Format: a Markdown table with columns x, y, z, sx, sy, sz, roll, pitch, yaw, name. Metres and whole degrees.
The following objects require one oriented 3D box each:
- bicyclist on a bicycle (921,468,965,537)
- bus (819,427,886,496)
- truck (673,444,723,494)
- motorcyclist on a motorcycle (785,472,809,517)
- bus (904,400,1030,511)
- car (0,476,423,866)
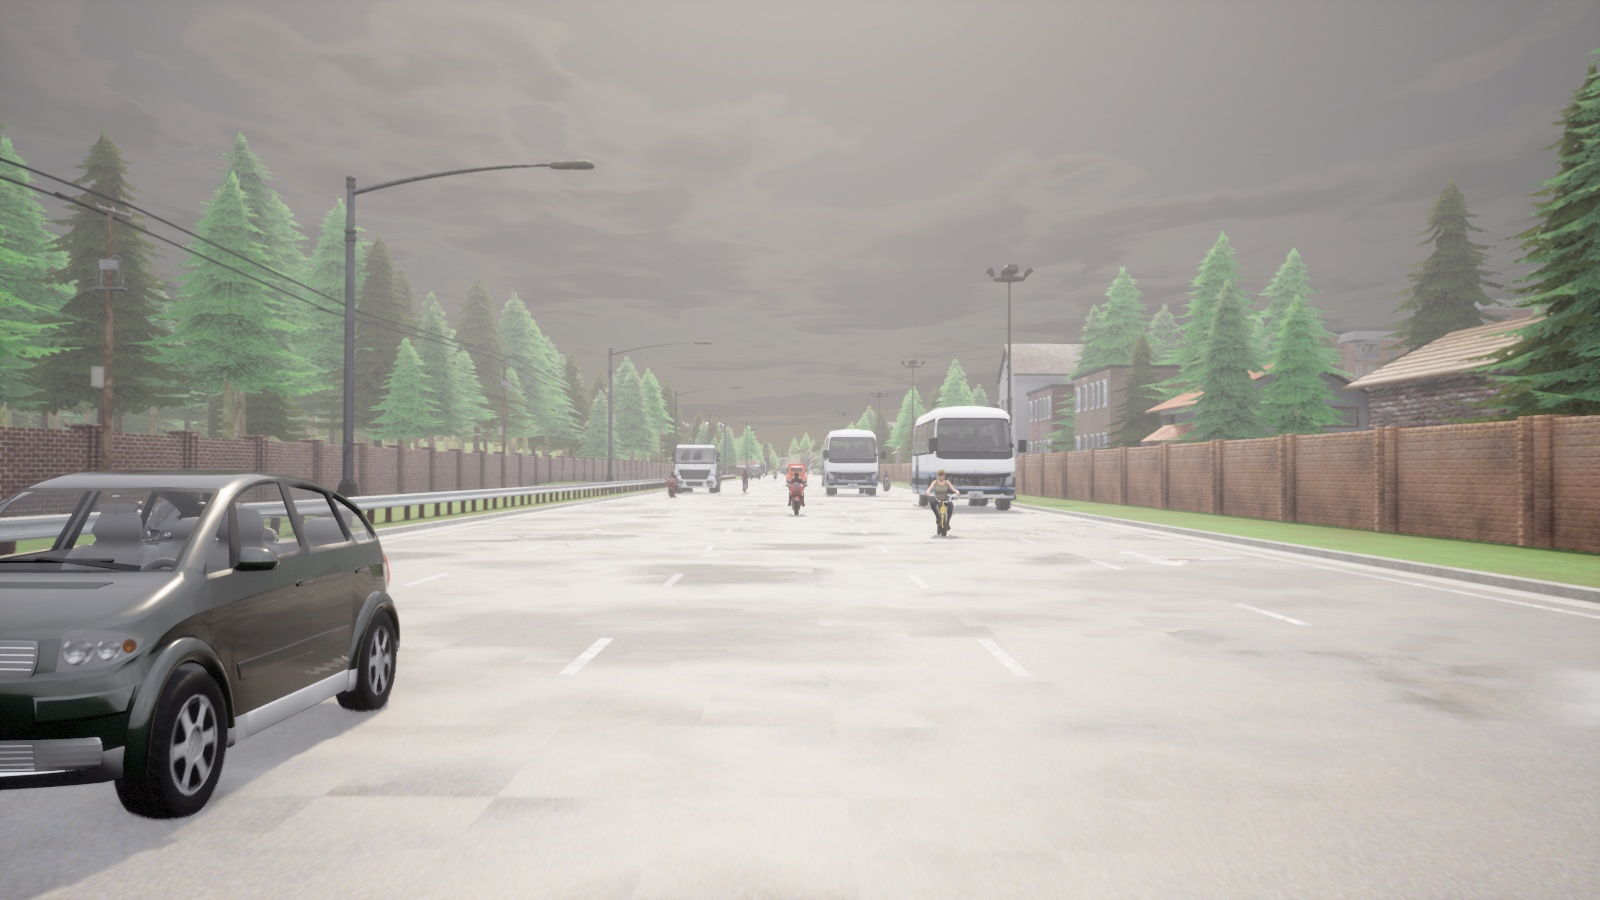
| x | y | z | sx | sy | sz | roll | pitch | yaw | name |
| --- | --- | --- | --- | --- | --- | --- | --- | --- | --- |
| 3.424 | 1.243 | 30.184 | 0.866 | 1.612 | 1.509 | 0 | -1 | 0 | bicyclist on a bicycle |
| 3.290 | 0.808 | 82.647 | 3.944 | 4.253 | 10.273 | 0 | -1 | 0 | bus |
| -7.226 | 1.367 | 89.946 | 2.891 | 3.462 | 7.936 | 0 | -1 | 0 | truck |
| -0.109 | 1.532 | 43.888 | 0.797 | 1.523 | 2.044 | 0 | -1 | 0 | motorcyclist on a motorcycle |
| 6.862 | 0.305 | 53.417 | 3.944 | 4.253 | 10.273 | 0 | -1 | 0 | bus |
| -3.517 | 0.923 | 6.885 | 1.789 | 1.549 | 3.705 | 0 | -1 | 0 | car |
